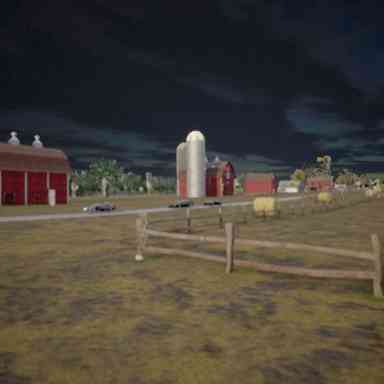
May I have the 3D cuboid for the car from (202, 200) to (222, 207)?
[{"bbox_3d":[3.986,2.124,64.310,1.895,1.301,4.718,-1,0,35],"label":"car"}]

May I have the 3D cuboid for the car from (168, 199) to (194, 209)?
[{"bbox_3d":[-1.897,2.161,55.934,1.895,1.301,4.718,-1,0,36],"label":"car"}]

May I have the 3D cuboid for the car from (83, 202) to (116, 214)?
[{"bbox_3d":[-12.678,2.125,45.763,2.128,1.511,4.902,-1,0,35],"label":"car"}]

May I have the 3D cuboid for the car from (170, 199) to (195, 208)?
[{"bbox_3d":[-1.653,2.076,61.121,1.882,1.535,5.008,-1,0,35],"label":"car"}]
